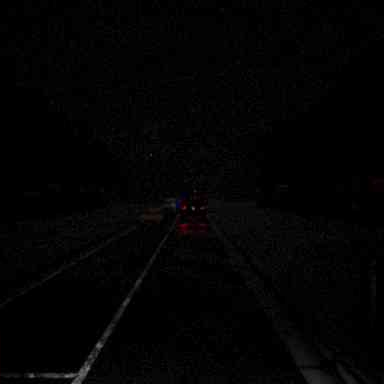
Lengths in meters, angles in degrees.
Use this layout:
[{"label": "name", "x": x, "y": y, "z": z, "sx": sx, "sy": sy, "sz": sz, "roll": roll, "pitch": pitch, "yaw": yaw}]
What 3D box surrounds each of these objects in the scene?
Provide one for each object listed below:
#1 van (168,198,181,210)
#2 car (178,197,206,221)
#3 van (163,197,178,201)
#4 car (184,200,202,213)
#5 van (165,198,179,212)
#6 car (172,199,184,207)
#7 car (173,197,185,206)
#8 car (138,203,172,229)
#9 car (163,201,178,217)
[{"label": "van", "x": -2.616, "y": 1.771, "z": 50.405, "sx": 1.690, "sy": 1.788, "sz": 3.998, "roll": 0, "pitch": -1, "yaw": 0}, {"label": "car", "x": 0.112, "y": 1.464, "z": 30.023, "sx": 2.150, "sy": 2.045, "sz": 5.566, "roll": 0, "pitch": 0, "yaw": 0}, {"label": "van", "x": -2.621, "y": 1.669, "z": 39.477, "sx": 1.690, "sy": 1.788, "sz": 3.998, "roll": 0, "pitch": -1, "yaw": 0}, {"label": "car", "x": 0.117, "y": 1.856, "z": 43.293, "sx": 2.128, "sy": 1.511, "sz": 4.902, "roll": 0, "pitch": 0, "yaw": 0}, {"label": "van", "x": -2.618, "y": 1.720, "z": 44.941, "sx": 1.690, "sy": 1.788, "sz": 3.998, "roll": 0, "pitch": -1, "yaw": 0}, {"label": "car", "x": -2.610, "y": 2.084, "z": 61.331, "sx": 2.008, "sy": 1.369, "sz": 4.403, "roll": 0, "pitch": -1, "yaw": 0}, {"label": "car", "x": -2.608, "y": 1.903, "z": 66.797, "sx": 2.192, "sy": 1.841, "sz": 5.009, "roll": 0, "pitch": -1, "yaw": 0}, {"label": "car", "x": -2.627, "y": 1.703, "z": 22.915, "sx": 1.752, "sy": 1.417, "sz": 4.829, "roll": 0, "pitch": 0, "yaw": 0}, {"label": "car", "x": -2.623, "y": 1.858, "z": 34.010, "sx": 1.802, "sy": 1.307, "sz": 4.206, "roll": 0, "pitch": -1, "yaw": 0}]
